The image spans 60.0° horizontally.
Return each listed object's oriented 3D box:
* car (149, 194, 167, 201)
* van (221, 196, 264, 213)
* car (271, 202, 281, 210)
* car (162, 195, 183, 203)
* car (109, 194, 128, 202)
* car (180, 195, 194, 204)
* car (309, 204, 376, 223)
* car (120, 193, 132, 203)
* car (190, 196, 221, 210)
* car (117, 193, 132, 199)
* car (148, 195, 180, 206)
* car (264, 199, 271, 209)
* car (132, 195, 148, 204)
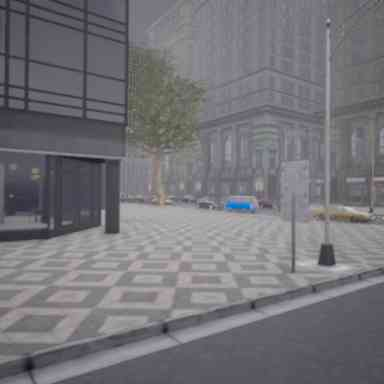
[{"bbox_3d":[-7.043,1.208,68.239,1.802,1.307,4.206,2,0,-35],"label":"car"},{"bbox_3d":[5.393,1.347,35.762,1.690,1.788,3.998,1,0,-35],"label":"van"},{"bbox_3d":[12.355,1.658,40.675,1.947,1.339,4.313,2,0,-35],"label":"car"},{"bbox_3d":[-3.809,1.256,63.646,2.008,1.369,4.403,2,0,-35],"label":"car"},{"bbox_3d":[-14.009,1.090,63.327,2.008,1.369,4.403,2,0,-35],"label":"car"},{"bbox_3d":[-0.573,1.226,59.053,1.967,1.590,4.097,2,0,-35],"label":"car"},{"bbox_3d":[11.955,1.653,26.429,1.752,1.417,4.829,1,0,-35],"label":"car"},{"bbox_3d":[-10.776,1.170,58.734,2.008,1.369,4.403,2,0,-35],"label":"car"},{"bbox_3d":[2.156,1.487,40.355,2.008,1.369,4.403,2,0,-35],"label":"car"},{"bbox_3d":[-16.740,0.936,82.019,1.887,1.381,4.507,2,0,-35],"label":"car"},{"bbox_3d":[-4.213,1.309,49.408,1.752,1.417,4.829,2,0,-35],"label":"car"},{"bbox_3d":[9.124,1.567,45.269,1.887,1.381,4.507,2,0,-35],"label":"car"},{"bbox_3d":[-7.543,1.251,54.140,2.008,1.369,4.403,2,0,-35],"label":"car"}]
